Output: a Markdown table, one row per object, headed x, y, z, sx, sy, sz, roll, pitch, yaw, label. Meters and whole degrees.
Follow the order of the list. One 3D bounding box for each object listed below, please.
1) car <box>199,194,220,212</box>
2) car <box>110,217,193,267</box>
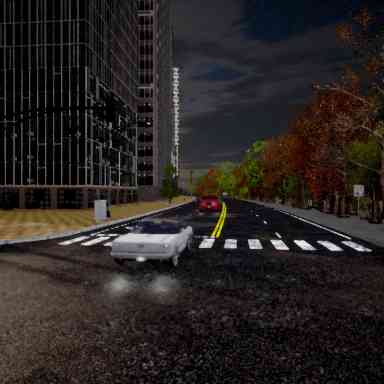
| x | y | z | sx | sy | sz | roll | pitch | yaw | label |
| --- | --- | --- | --- | --- | --- | --- | --- | --- | --- |
| 2.108 | 1.245 | 38.750 | 2.150 | 2.045 | 5.566 | 0 | 0 | 6 | car |
| -1.172 | 1.603 | 11.633 | 1.895 | 1.301 | 4.718 | 0 | 0 | 8 | car |
